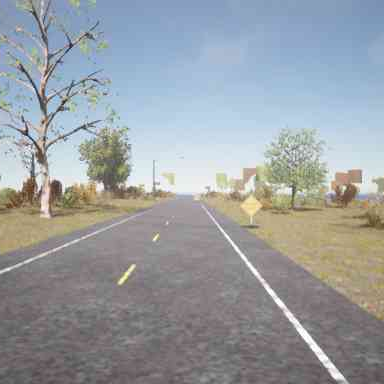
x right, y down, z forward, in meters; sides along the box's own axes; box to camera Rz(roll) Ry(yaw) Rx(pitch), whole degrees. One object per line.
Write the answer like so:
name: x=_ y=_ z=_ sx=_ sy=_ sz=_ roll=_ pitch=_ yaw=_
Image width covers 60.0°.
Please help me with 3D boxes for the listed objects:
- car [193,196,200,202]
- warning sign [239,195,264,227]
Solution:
car: x=1.225 y=1.710 z=85.046 sx=1.801 sy=1.575 sz=5.366 roll=0 pitch=0 yaw=0
warning sign: x=3.545 y=1.106 z=19.862 sx=1.300 sy=1.860 sz=1.060 roll=0 pitch=0 yaw=0
